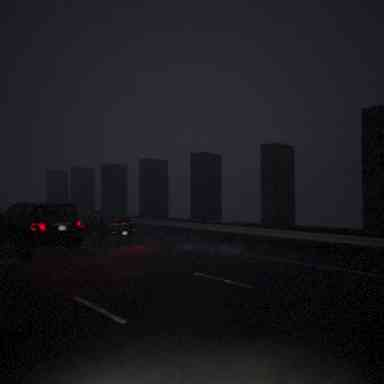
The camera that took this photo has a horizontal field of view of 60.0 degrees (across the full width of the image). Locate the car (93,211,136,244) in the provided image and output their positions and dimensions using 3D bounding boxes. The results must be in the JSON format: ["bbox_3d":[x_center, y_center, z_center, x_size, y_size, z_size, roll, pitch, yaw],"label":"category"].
[{"bbox_3d":[-4.867,1.722,17.185,4.902,1.511,2.128,-1,-1,44],"label":"car"}]

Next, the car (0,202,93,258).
[{"bbox_3d":[-6.664,1.427,14.064,5.566,2.045,2.150,0,-1,44],"label":"car"}]
